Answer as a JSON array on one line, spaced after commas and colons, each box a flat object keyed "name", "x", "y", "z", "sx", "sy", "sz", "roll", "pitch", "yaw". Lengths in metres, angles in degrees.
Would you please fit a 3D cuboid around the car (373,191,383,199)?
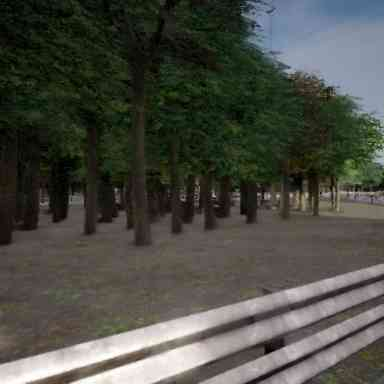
[{"name": "car", "x": 39.593, "y": 0.833, "z": 69.626, "sx": 2.150, "sy": 2.045, "sz": 5.566, "roll": 0, "pitch": 1, "yaw": 16}]
